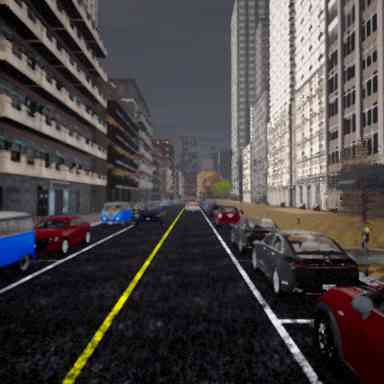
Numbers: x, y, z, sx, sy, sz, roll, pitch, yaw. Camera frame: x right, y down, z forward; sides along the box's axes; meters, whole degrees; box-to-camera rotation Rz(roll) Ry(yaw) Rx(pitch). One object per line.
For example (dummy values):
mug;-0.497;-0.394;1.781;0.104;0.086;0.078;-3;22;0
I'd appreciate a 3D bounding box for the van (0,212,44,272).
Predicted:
van;-5.689;1.450;8.715;1.690;1.788;3.998;0;-1;0

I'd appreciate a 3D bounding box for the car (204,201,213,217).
car;2.686;2.022;36.324;1.947;1.339;4.313;0;-1;0

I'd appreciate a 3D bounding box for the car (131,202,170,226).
car;-3.005;1.665;24.672;1.994;1.385;4.181;0;-1;0

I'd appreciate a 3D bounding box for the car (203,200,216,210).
car;2.685;2.073;41.847;1.887;1.381;4.507;0;-1;0

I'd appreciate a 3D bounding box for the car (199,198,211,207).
car;2.679;2.212;69.463;2.192;1.841;5.009;0;-1;0

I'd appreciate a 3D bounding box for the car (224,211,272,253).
car;2.690;1.728;14.236;2.008;1.369;4.403;0;-1;0

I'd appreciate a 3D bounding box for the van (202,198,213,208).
van;2.684;1.942;47.373;1.690;1.788;3.998;0;-1;0

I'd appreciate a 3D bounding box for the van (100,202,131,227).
van;-5.692;1.656;25.281;1.690;1.788;3.998;0;-1;0

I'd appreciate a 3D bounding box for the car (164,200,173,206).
car;-5.705;2.572;80.332;1.752;1.417;4.829;0;-1;0

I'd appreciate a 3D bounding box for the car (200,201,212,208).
car;2.680;2.373;63.936;2.008;1.369;4.403;0;-1;0

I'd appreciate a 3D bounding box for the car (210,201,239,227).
car;2.688;1.755;25.280;1.967;1.590;4.097;0;-1;0

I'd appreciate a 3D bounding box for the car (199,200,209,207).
car;2.678;2.538;74.980;1.947;1.339;4.313;0;-1;0

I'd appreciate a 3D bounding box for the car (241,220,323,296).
car;2.692;1.660;8.713;2.008;1.369;4.403;0;-1;0

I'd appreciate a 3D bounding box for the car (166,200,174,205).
car;-5.706;2.692;86.024;1.947;1.339;4.313;0;-1;0

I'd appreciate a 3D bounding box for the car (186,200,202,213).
car;0.091;2.178;45.573;1.895;1.301;4.718;0;-1;0

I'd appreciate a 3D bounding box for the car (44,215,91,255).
car;-5.691;1.722;14.234;1.887;1.381;4.507;0;-1;0

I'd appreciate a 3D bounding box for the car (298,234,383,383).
car;2.693;1.481;3.191;1.967;1.590;4.097;0;-1;0

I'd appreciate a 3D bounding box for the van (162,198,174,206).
van;-5.703;2.314;74.982;1.690;1.788;3.998;0;-1;0

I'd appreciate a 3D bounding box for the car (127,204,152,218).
car;-5.695;2.007;36.323;2.008;1.369;4.403;0;-1;0
